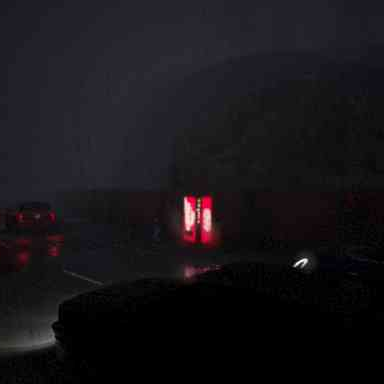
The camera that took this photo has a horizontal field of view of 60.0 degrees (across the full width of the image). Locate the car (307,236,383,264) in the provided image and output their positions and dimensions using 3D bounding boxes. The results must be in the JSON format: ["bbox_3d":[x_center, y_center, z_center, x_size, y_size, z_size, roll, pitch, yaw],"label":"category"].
[{"bbox_3d":[3.944,1.353,5.650,4.553,1.767,2.097,0,0,35],"label":"car"}]

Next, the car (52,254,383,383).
[{"bbox_3d":[0.670,1.545,3.607,5.357,1.411,2.033,0,0,38],"label":"car"}]

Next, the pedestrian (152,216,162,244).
[{"bbox_3d":[-1.507,1.558,14.327,0.375,1.300,0.375,0,0,-44],"label":"pedestrian"}]

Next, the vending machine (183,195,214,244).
[{"bbox_3d":[0.288,1.181,15.033,1.100,2.100,0.880,0,0,-45],"label":"vending machine"}]

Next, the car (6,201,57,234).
[{"bbox_3d":[-9.433,1.319,19.357,2.097,1.767,4.553,0,0,-36],"label":"car"}]
